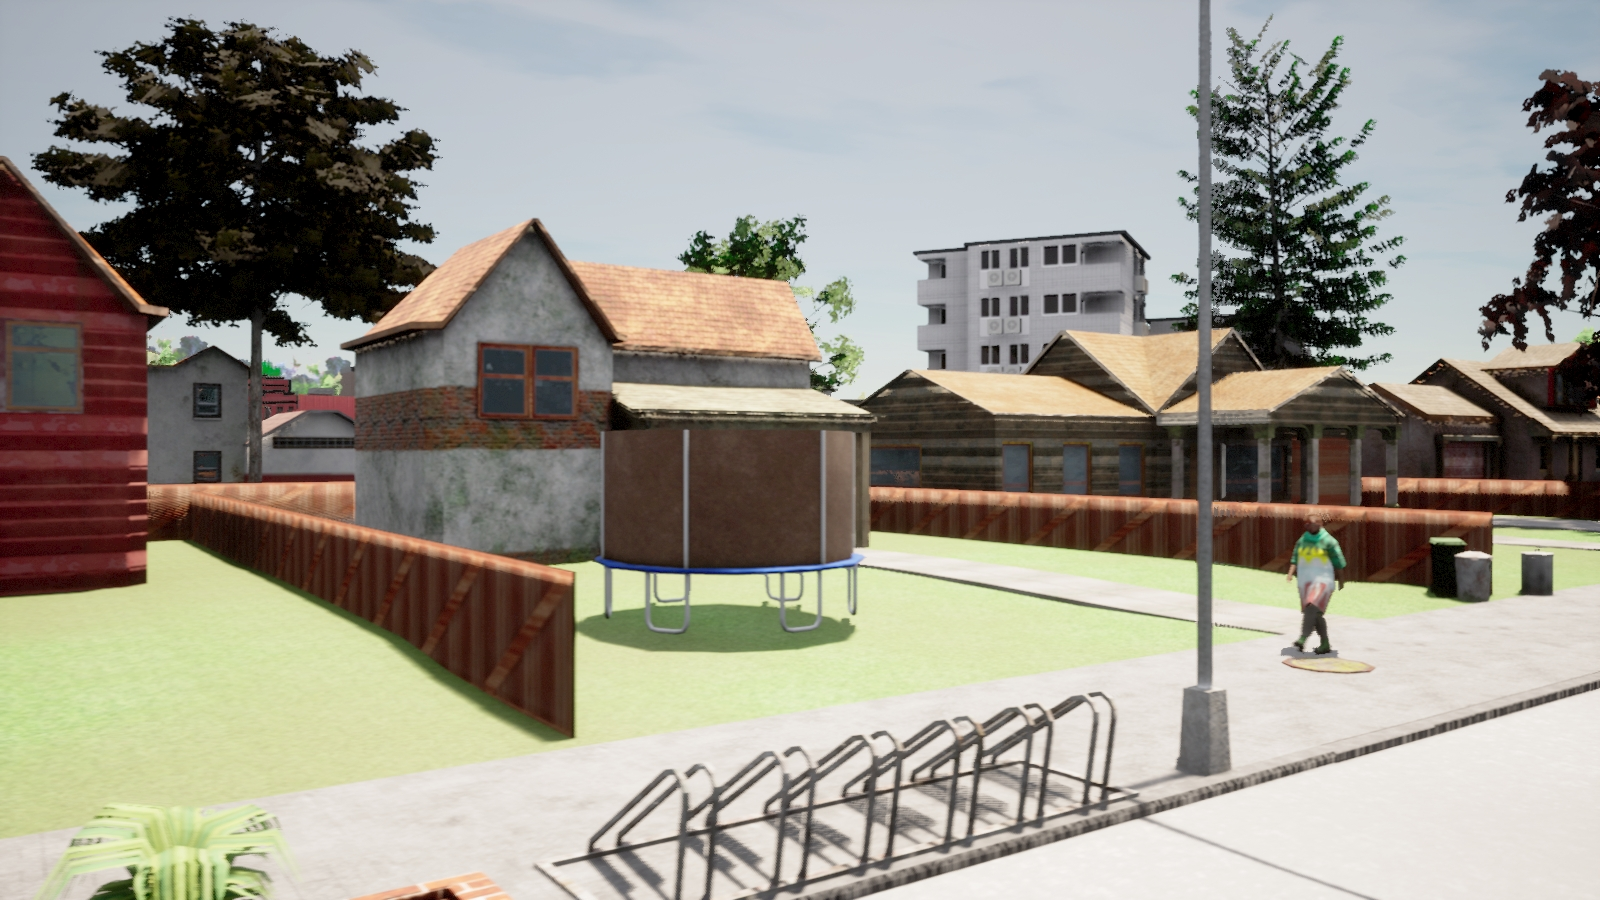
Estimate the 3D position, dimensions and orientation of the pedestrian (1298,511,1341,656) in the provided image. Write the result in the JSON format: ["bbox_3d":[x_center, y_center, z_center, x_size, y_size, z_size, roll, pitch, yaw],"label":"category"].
[{"bbox_3d":[6.848,1.743,15.051,0.375,1.860,0.375,0,0,-34],"label":"pedestrian"}]
